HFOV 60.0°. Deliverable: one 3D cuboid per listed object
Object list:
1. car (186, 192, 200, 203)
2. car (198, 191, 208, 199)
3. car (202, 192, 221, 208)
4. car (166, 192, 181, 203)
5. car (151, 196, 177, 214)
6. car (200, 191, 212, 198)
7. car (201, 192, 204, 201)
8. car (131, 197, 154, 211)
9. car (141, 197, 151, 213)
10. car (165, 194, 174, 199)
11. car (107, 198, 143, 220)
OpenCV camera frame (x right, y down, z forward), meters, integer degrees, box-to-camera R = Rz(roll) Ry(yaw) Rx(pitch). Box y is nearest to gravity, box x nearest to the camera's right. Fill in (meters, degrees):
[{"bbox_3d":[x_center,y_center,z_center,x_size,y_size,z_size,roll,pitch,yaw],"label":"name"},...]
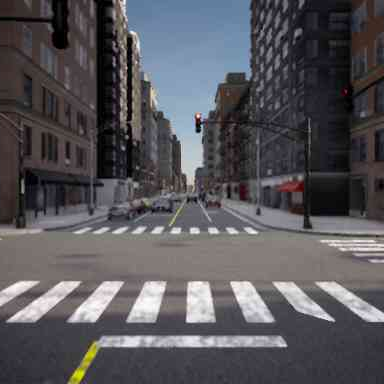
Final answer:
[{"bbox_3d":[0.007,1.132,56.213,1.837,1.490,4.892,0,0,0],"label":"car"},{"bbox_3d":[2.572,0.778,80.621,2.192,1.841,5.009,0,0,0],"label":"car"},{"bbox_3d":[2.604,1.162,42.443,1.967,1.590,4.097,0,0,0],"label":"car"},{"bbox_3d":[-2.838,1.193,56.100,1.994,1.385,4.181,0,0,0],"label":"car"},{"bbox_3d":[-2.873,1.352,32.655,1.994,1.385,4.181,0,0,0],"label":"car"},{"bbox_3d":[2.931,0.808,63.157,2.150,2.045,5.566,0,0,0],"label":"car"},{"bbox_3d":[2.976,1.132,56.129,1.837,1.490,4.892,0,0,0],"label":"car"},{"bbox_3d":[-5.416,1.285,36.820,1.752,1.417,4.829,0,0,0],"label":"car"},{"bbox_3d":[-5.412,1.340,31.537,1.887,1.381,4.507,0,0,0],"label":"car"},{"bbox_3d":[-5.452,1.045,80.619,1.802,1.307,4.206,0,0,0],"label":"car"},{"bbox_3d":[-5.408,1.382,26.082,2.008,1.369,4.403,0,0,0],"label":"car"}]
